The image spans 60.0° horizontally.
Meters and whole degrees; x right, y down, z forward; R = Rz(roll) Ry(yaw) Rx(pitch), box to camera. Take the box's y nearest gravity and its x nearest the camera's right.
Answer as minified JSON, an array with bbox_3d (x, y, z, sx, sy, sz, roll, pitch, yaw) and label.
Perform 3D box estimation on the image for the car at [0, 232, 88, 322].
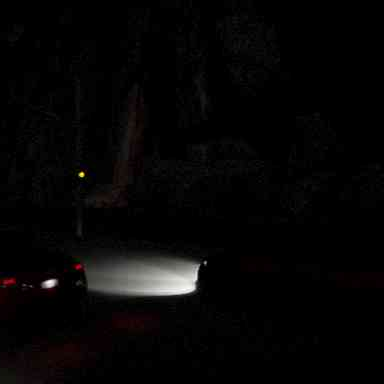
[{"bbox_3d":[-4.085,1.548,6.906,4.181,1.385,1.994,0,0,35],"label":"car"}]

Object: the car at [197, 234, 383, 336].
[{"bbox_3d":[2.167,1.560,6.745,4.181,1.385,1.994,0,0,35],"label":"car"}]
